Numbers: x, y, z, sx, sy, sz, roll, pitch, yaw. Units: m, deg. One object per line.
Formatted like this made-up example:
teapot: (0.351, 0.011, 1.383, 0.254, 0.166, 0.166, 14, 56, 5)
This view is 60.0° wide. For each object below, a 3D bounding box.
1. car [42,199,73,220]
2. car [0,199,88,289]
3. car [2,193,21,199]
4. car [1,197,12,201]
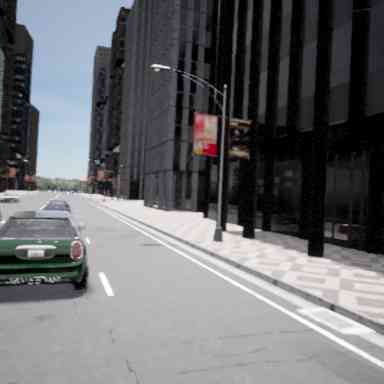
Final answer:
car: (-10.438, 1.321, 25.916, 1.994, 1.385, 4.181, 3, -1, -21)
car: (-3.924, 1.251, 8.758, 2.097, 1.767, 4.553, 3, -1, -21)
car: (-25.298, 0.824, 46.515, 1.895, 1.301, 4.718, 3, -1, -21)
car: (-10.235, 1.154, 15.674, 2.128, 1.511, 4.902, 3, -1, -21)
